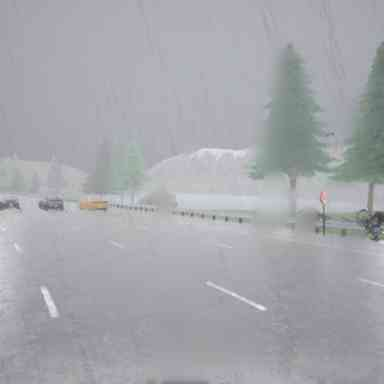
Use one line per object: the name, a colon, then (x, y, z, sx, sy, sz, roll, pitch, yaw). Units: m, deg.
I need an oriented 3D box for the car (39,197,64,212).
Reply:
car: (-15.141, 1.245, 35.742, 2.128, 1.511, 4.902, 0, 0, -33)

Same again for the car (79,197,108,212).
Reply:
car: (-10.399, 1.241, 34.861, 1.882, 1.535, 5.008, 0, 0, -33)

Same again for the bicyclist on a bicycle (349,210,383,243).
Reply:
bicyclist on a bicycle: (7.855, 1.392, 14.112, 1.620, 1.656, 0.582, -20, 1, -9)

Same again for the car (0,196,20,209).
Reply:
car: (-21.623, 1.251, 39.312, 1.812, 1.442, 4.674, 0, 0, -33)
